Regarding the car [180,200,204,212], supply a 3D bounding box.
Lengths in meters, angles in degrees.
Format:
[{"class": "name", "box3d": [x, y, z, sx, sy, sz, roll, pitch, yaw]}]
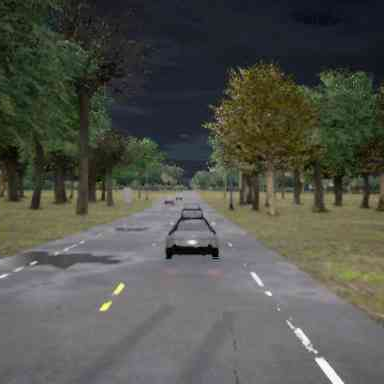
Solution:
[{"class": "car", "box3d": [0.022, 1.765, 28.484, 2.128, 1.511, 4.902, 0, 0, 0]}]

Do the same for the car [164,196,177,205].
[{"class": "car", "box3d": [-4.513, 1.820, 65.989, 1.882, 1.535, 5.008, 0, 0, -6]}]

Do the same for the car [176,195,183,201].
[{"class": "car", "box3d": [-3.495, 1.544, 92.699, 1.882, 1.535, 5.008, 0, 0, 0]}]

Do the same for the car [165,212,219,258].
[{"class": "car", "box3d": [0.021, 1.701, 13.355, 1.994, 1.385, 4.181, 0, -1, 0]}]

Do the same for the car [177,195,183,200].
[{"class": "car", "box3d": [-3.357, 1.610, 85.179, 1.812, 1.442, 4.674, 0, 0, -2]}]
